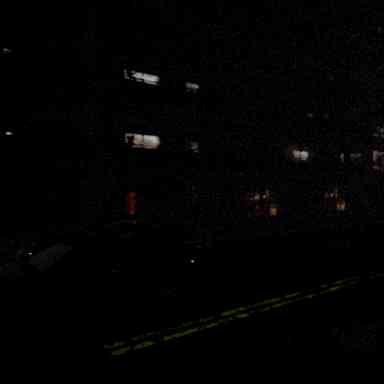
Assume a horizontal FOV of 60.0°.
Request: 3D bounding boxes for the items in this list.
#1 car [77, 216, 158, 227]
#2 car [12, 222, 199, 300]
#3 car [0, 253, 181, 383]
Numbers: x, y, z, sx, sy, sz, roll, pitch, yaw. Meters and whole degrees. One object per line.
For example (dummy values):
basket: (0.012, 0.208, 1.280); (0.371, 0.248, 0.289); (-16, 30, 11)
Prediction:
car: (-2.459, 1.498, 9.917); (4.902, 1.511, 2.128); (0, 0, -36)
car: (-2.007, 1.529, 6.264); (4.674, 1.442, 1.812); (0, 0, -35)
car: (-2.636, 1.488, 1.561); (4.902, 1.511, 2.128); (0, 0, -35)
